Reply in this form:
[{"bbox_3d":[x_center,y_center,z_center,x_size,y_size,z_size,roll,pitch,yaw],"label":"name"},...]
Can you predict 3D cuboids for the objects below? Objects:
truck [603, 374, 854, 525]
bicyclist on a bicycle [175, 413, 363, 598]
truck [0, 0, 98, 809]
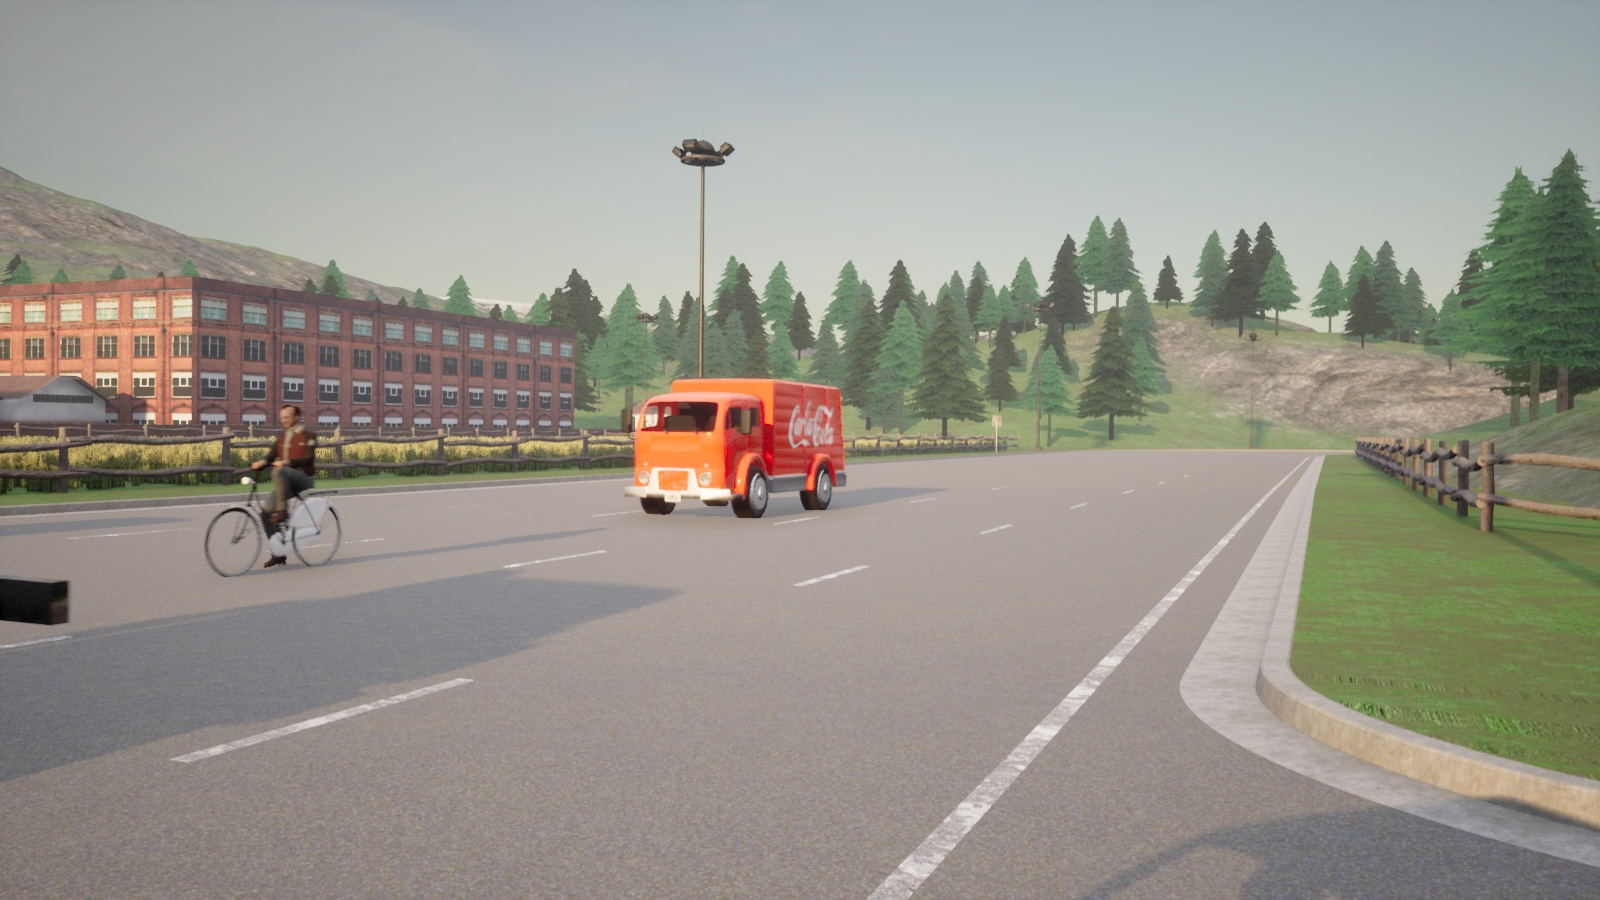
[{"bbox_3d":[-1.145,-0.047,23.408,2.627,2.467,5.204,0,1,23],"label":"truck"},{"bbox_3d":[-5.460,0.519,13.039,0.659,1.776,1.843,0,1,23],"label":"bicyclist on a bicycle"},{"bbox_3d":[-6.045,-0.162,2.532,2.891,3.462,7.936,0,1,23],"label":"truck"}]
